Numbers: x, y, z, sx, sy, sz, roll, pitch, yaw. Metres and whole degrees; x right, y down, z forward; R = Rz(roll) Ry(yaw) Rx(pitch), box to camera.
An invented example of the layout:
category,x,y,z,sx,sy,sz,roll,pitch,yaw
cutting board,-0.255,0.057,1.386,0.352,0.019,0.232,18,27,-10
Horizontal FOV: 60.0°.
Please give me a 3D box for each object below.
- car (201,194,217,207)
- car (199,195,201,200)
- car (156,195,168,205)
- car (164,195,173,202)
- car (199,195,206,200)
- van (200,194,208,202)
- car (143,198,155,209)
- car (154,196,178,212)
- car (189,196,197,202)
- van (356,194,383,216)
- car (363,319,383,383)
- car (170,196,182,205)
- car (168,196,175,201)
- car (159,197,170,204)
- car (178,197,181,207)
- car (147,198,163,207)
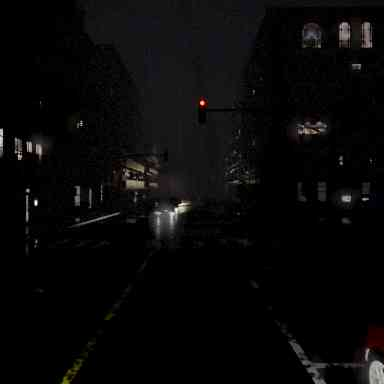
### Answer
category,x,y,z,sx,sy,sz,roll,pitch,yaw
car,2.793,1.454,50.804,1.967,1.590,4.097,-1,0,0
car,2.830,1.577,67.387,2.008,1.369,4.403,-1,0,0
car,-5.564,1.462,61.883,1.967,1.590,4.097,-1,0,0
car,-5.527,1.563,78.296,1.752,1.417,4.829,-1,0,0
car,2.890,1.602,95.027,1.887,1.381,4.507,-1,0,0
van,2.852,1.379,78.443,1.690,1.788,3.998,-1,0,0
car,-5.598,1.560,45.299,2.008,1.369,4.403,0,0,0
car,-3.009,1.532,39.304,1.812,1.442,4.674,0,0,0
car,0.174,1.563,79.318,1.812,1.442,4.674,0,0,0
van,15.701,1.035,27.347,3.998,1.788,1.690,-1,1,-1
car,2.687,1.544,1.804,1.887,1.381,4.507,0,0,0
car,-2.928,1.569,61.884,2.033,1.411,5.357,0,0,1
car,-5.501,1.632,89.522,1.802,1.307,4.206,-1,0,0
car,-5.551,1.609,67.411,1.802,1.307,4.206,-1,0,0
car,-2.969,1.539,49.618,1.812,1.442,4.674,0,0,0
car,-5.586,1.580,50.827,1.947,1.339,4.313,0,0,0
